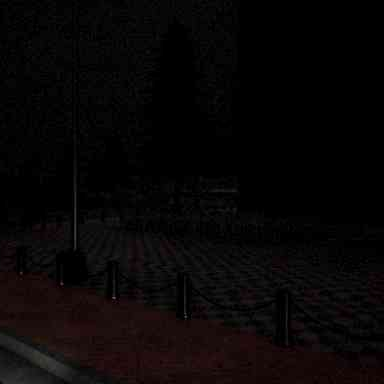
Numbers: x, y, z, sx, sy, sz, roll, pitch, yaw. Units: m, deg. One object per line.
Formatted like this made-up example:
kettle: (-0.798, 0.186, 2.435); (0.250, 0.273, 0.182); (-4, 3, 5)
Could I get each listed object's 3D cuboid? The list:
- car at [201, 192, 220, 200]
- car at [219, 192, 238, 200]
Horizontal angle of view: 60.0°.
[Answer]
car: (5.235, 1.384, 91.415); (3.806, 1.475, 1.970); (0, 0, 35)
car: (9.593, 1.374, 84.710); (3.633, 1.501, 1.845); (0, 0, 35)
